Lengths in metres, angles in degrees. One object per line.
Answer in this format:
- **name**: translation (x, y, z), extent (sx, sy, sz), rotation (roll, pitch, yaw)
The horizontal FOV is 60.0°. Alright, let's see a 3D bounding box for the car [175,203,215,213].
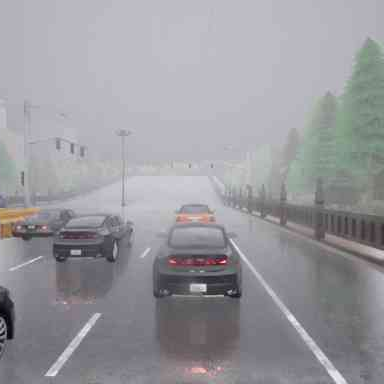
- **car**: translation (0.150, 1.352, 17.512), extent (2.097, 1.767, 4.553), rotation (0, 0, 0)

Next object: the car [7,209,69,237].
- **car**: translation (-6.853, 1.547, 16.733), extent (2.033, 1.411, 5.357), rotation (0, 0, 0)

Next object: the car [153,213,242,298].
- **car**: translation (0.124, 1.505, 8.497), extent (1.837, 1.490, 4.892), rotation (0, 0, 0)

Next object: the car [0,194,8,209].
- **car**: translation (-13.940, 1.134, 21.085), extent (2.150, 2.045, 5.566), rotation (0, 0, 0)

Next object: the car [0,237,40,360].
- **car**: translation (-3.393, 1.492, 2.717), extent (2.128, 1.511, 4.902), rotation (0, 0, 0)

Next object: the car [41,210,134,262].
- **car**: translation (-3.365, 1.505, 12.071), extent (1.837, 1.490, 4.892), rotation (0, 0, 0)
